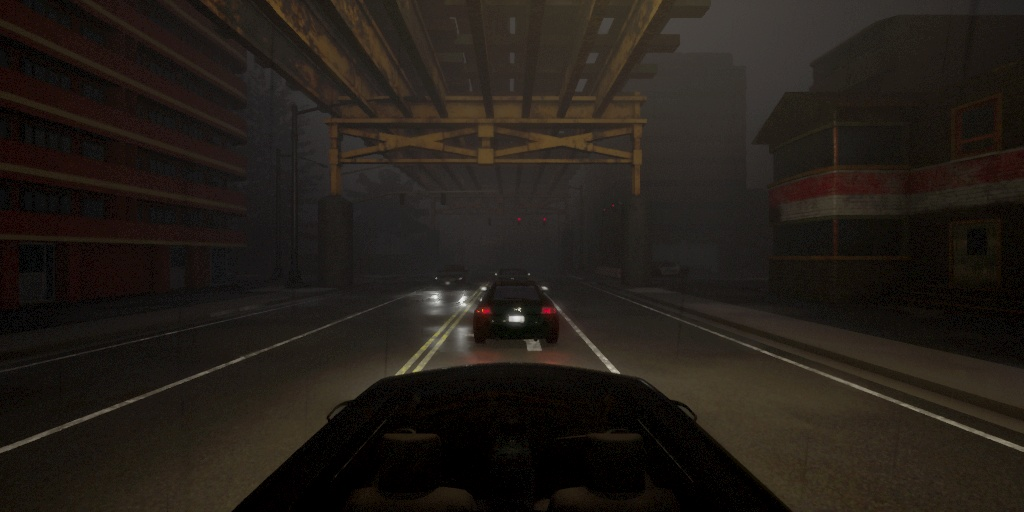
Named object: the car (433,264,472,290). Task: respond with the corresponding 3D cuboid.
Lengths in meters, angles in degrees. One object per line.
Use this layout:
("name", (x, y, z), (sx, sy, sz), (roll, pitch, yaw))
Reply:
("car", (-3.594, 1.254, 22.381), (1.812, 1.442, 4.674), (0, 0, 0))

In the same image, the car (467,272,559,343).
("car", (0.076, 1.311, 9.666), (1.994, 1.385, 4.181), (0, 0, -1))

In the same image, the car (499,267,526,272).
("car", (0.032, 1.280, 19.616), (2.033, 1.411, 5.357), (0, 0, 0))
